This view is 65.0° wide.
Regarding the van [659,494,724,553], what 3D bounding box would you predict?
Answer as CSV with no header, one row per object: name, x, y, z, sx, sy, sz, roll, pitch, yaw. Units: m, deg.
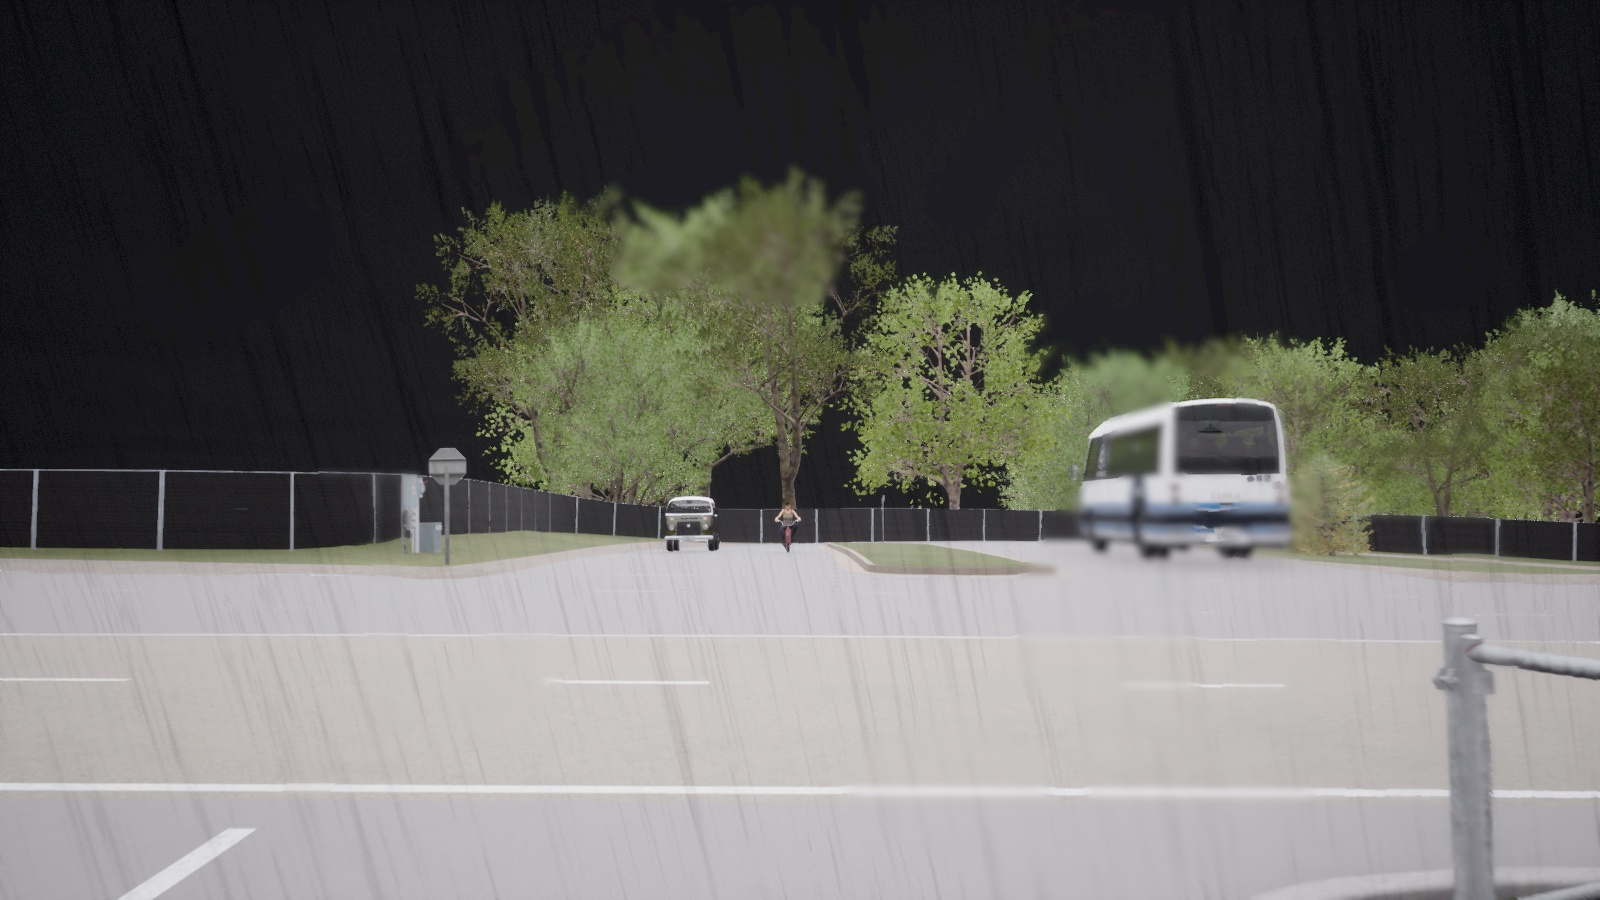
van,-3.976,2.774,46.724,2.069,2.038,4.480,-1,-4,-1

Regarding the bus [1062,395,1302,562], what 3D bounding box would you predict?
bus,10.922,0.953,37.544,3.944,4.253,10.273,-1,-3,0
